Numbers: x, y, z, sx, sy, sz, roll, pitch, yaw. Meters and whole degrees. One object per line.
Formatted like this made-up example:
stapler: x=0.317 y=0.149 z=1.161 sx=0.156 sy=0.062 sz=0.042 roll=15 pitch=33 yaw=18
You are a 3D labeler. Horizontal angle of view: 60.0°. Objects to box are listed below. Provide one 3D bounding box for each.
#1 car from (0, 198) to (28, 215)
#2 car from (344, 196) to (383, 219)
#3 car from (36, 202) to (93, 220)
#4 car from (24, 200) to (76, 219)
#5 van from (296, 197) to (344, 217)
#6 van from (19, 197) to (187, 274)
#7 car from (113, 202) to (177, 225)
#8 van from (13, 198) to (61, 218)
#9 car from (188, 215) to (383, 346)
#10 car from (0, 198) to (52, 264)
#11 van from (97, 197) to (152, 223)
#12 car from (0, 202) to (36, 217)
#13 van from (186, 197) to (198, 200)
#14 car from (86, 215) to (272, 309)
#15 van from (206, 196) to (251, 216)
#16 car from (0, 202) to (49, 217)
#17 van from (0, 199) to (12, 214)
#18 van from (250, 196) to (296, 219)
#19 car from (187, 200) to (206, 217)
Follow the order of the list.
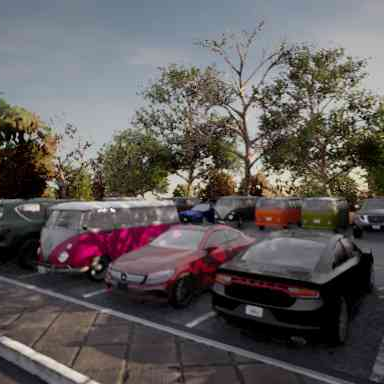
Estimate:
car: x=-23.760 y=1.826 z=41.328 sx=2.435 sy=2.045 sz=5.566 roll=-2 pitch=-1 yaw=36
car: x=9.889 y=1.234 z=17.203 sx=2.435 sy=2.045 sz=5.566 roll=0 pitch=0 yaw=36
car: x=-12.614 y=1.826 z=33.319 sx=2.097 sy=1.535 sz=5.008 roll=-1 pitch=-1 yaw=36
car: x=-14.783 y=1.747 z=34.837 sx=2.185 sy=1.767 sz=4.553 roll=-1 pitch=-1 yaw=36
van: x=7.720 y=1.264 z=18.932 sx=1.878 sy=1.987 sz=4.442 roll=0 pitch=0 yaw=36
van: x=-2.292 y=1.270 z=9.724 sx=1.878 sy=1.987 sz=4.442 roll=0 pitch=0 yaw=36
car: x=-3.603 y=1.625 z=26.656 sx=1.946 sy=1.575 sz=5.366 roll=-1 pitch=-1 yaw=36
van: x=-16.951 y=1.696 z=36.570 sx=1.878 sy=1.987 sz=4.442 roll=-1 pitch=-1 yaw=36
car: x=2.290 y=1.486 z=6.585 sx=2.097 sy=1.535 sz=5.008 roll=0 pitch=0 yaw=36
car: x=-4.466 y=1.249 z=11.457 sx=2.435 sy=2.045 sz=5.566 roll=0 pitch=0 yaw=36
van: x=-5.685 y=1.451 z=28.516 sx=1.878 sy=1.987 sz=4.442 roll=-1 pitch=-1 yaw=36
car: x=-21.628 y=2.019 z=39.542 sx=1.946 sy=1.575 sz=5.366 roll=-1 pitch=-1 yaw=36
van: x=-1.315 y=1.353 z=25.104 sx=1.878 sy=1.987 sz=4.442 roll=-1 pitch=-1 yaw=36
car: x=0.036 y=1.531 z=8.207 sx=2.002 sy=1.452 sz=4.674 roll=0 pitch=0 yaw=36
van: x=3.071 y=1.273 z=21.969 sx=1.878 sy=1.987 sz=4.442 roll=-1 pitch=0 yaw=36
car: x=-19.273 y=1.972 z=38.078 sx=2.231 sy=1.521 sz=4.892 roll=-1 pitch=-1 yaw=36
van: x=-26.060 y=1.919 z=43.082 sx=1.878 sy=1.987 sz=4.442 roll=-2 pitch=-1 yaw=36
van: x=5.568 y=1.268 z=20.470 sx=1.878 sy=1.987 sz=4.442 roll=0 pitch=0 yaw=36
car: x=1.012 y=1.530 z=23.590 sx=2.097 sy=1.535 sz=5.008 roll=-1 pitch=-1 yaw=36
